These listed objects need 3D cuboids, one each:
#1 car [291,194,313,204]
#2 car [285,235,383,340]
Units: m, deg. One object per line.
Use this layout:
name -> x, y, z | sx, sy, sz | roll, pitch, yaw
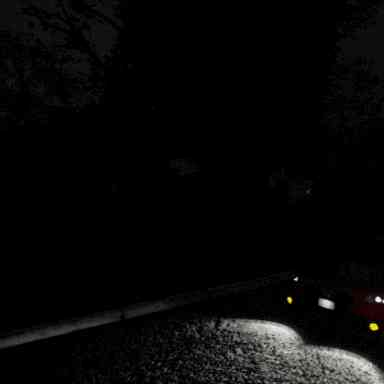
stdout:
car -> 22.861, 1.676, 71.619 | 2.435, 2.045, 5.566 | 0, 0, -36
car -> 3.720, 1.565, 6.374 | 4.181, 1.385, 1.994 | 0, 0, -36
